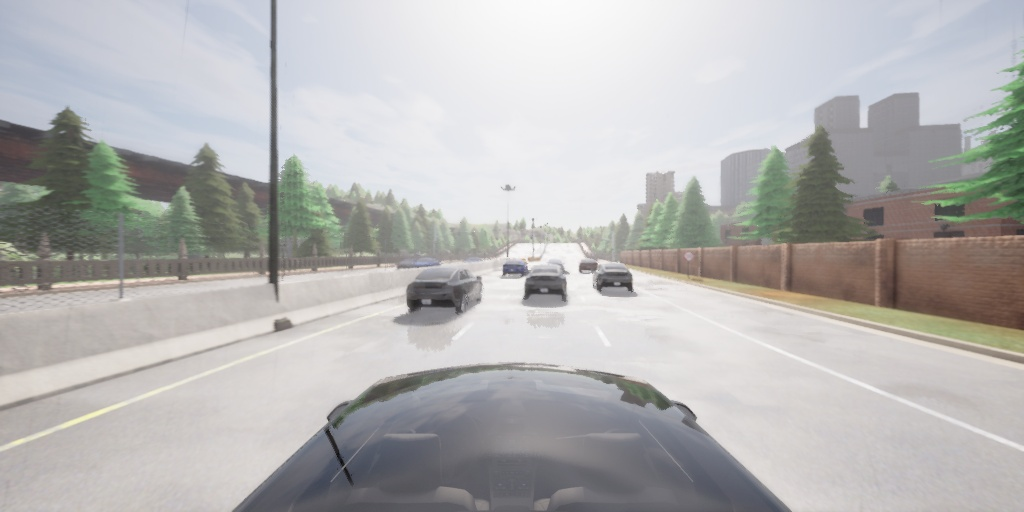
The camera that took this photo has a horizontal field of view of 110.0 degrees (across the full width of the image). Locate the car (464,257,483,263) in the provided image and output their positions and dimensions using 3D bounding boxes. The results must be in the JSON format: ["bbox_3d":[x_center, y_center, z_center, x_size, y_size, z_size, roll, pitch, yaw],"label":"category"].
[{"bbox_3d":[-5.023,0.914,46.381,1.882,1.535,5.008,0,0,8],"label":"car"}]

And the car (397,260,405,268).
[{"bbox_3d":[-12.434,0.983,43.909,1.994,1.385,4.181,0,0,8],"label":"car"}]

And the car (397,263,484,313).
[{"bbox_3d":[-2.342,1.166,13.530,1.837,1.490,4.892,0,0,7],"label":"car"}]

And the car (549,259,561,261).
[{"bbox_3d":[4.356,1.071,36.420,1.812,1.442,4.674,0,0,8],"label":"car"}]

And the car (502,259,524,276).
[{"bbox_3d":[0.344,1.026,33.000,1.882,1.535,5.008,0,0,8],"label":"car"}]

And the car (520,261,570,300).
[{"bbox_3d":[1.663,1.162,17.097,1.837,1.490,4.892,0,0,8],"label":"car"}]

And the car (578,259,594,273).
[{"bbox_3d":[8.405,1.017,40.091,1.882,1.535,5.008,0,0,8],"label":"car"}]

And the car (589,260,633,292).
[{"bbox_3d":[5.688,1.158,20.630,1.837,1.490,4.892,0,0,8],"label":"car"}]

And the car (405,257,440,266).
[{"bbox_3d":[-9.523,0.937,39.565,1.882,1.535,5.008,0,0,8],"label":"car"}]
